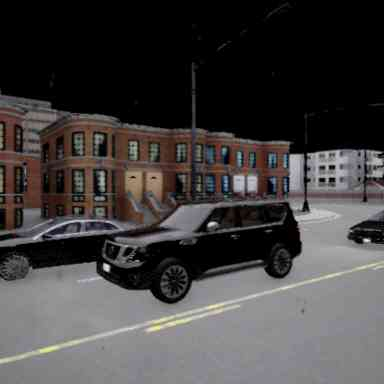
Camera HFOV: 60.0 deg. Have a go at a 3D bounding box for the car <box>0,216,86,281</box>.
[{"bbox_3d":[-3.731,1.487,9.881,4.902,1.511,2.128,0,0,-35],"label":"car"}]

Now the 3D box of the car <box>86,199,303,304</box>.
[{"bbox_3d":[0.477,1.210,8.509,5.566,2.045,2.150,0,0,-36],"label":"car"}]

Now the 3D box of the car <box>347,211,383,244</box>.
[{"bbox_3d":[9.031,1.513,14.612,5.357,1.411,2.033,0,0,-36],"label":"car"}]
